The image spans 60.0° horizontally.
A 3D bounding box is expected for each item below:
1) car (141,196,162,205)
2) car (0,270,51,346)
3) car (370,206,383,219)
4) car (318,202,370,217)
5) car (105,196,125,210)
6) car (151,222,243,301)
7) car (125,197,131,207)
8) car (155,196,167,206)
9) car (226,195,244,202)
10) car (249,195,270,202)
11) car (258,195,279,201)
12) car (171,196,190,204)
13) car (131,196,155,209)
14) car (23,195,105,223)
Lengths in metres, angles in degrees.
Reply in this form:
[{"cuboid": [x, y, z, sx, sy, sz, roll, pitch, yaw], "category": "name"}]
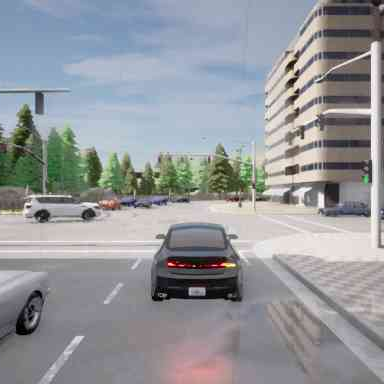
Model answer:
[{"cuboid": [-7.479, 1.504, 61.767, 1.837, 1.490, 4.892, 0, 0, 21], "category": "car"}, {"cuboid": [-3.426, 1.601, 3.762, 1.895, 1.301, 4.718, 0, 0, 0], "category": "car"}, {"cuboid": [17.703, 1.581, 27.439, 4.674, 1.442, 1.812, 0, 0, 0], "category": "car"}, {"cuboid": [14.607, 1.603, 30.949, 5.357, 1.411, 2.033, 0, 0, 0], "category": "car"}, {"cuboid": [-10.396, 1.352, 41.818, 2.097, 1.767, 4.553, 0, 0, 2], "category": "car"}, {"cuboid": [0.117, 1.505, 8.282, 1.837, 1.490, 4.892, 0, 0, 1], "category": "car"}, {"cuboid": [-9.864, 1.478, 51.029, 1.882, 1.535, 5.008, 0, 0, 7], "category": "car"}, {"cuboid": [-5.630, 1.477, 55.848, 1.882, 1.535, 5.008, 0, 0, 14], "category": "car"}, {"cuboid": [9.726, 1.478, 74.998, 5.008, 1.535, 1.882, 0, 0, -41], "category": "car"}, {"cuboid": [15.199, 1.595, 74.726, 4.718, 1.301, 1.895, 0, 0, -33], "category": "car"}, {"cuboid": [18.524, 1.500, 80.512, 4.892, 1.490, 1.837, 0, 0, -22], "category": "car"}, {"cuboid": [-2.198, 1.478, 65.330, 1.882, 1.535, 5.008, 0, 0, 28], "category": "car"}, {"cuboid": [-6.739, 1.564, 46.042, 1.994, 1.385, 4.181, 0, 0, 0], "category": "car"}, {"cuboid": [-10.023, 1.247, 25.859, 5.566, 2.045, 2.150, 0, 1, -28], "category": "car"}]
